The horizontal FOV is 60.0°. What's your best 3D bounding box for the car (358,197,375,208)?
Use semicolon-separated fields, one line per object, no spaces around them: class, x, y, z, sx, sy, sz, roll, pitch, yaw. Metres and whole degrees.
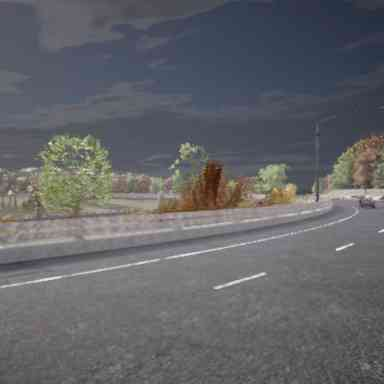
car;25.784;1.522;49.241;2.128;1.511;4.902;0;0;21
